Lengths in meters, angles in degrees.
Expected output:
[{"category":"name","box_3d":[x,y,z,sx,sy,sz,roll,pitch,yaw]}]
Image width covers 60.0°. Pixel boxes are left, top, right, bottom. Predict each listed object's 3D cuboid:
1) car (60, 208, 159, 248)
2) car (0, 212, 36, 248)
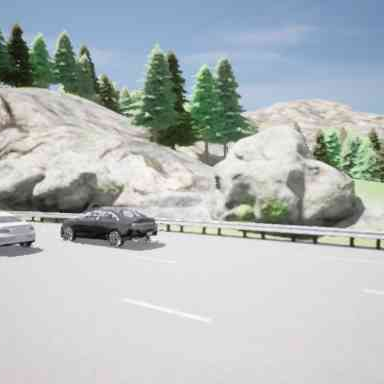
[{"category":"car","box_3d":[-3.750,1.477,14.669,4.902,1.511,2.128,0,0,32]},{"category":"car","box_3d":[-8.180,1.521,13.282,4.674,1.442,1.812,0,0,31]}]
